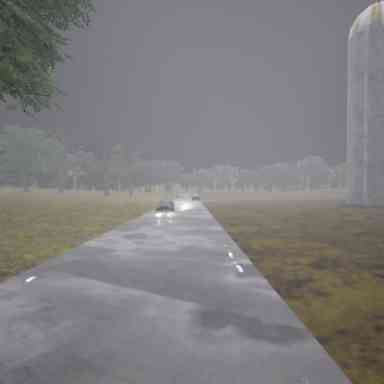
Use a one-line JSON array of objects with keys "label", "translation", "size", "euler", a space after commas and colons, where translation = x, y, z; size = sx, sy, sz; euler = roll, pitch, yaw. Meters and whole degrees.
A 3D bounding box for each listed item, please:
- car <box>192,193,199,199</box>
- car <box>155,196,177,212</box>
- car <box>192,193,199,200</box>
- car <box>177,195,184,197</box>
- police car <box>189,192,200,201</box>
[{"label": "car", "translation": [0.837, 1.144, 88.126], "size": [1.882, 1.535, 5.008], "euler": [0, 0, 0]}, {"label": "car", "translation": [-2.836, 1.466, 36.233], "size": [1.994, 1.385, 4.181], "euler": [0, 0, 0]}, {"label": "car", "translation": [0.836, 1.156, 82.314], "size": [1.801, 1.575, 5.366], "euler": [0, 0, 0]}, {"label": "car", "translation": [-2.740, 0.921, 76.894], "size": [2.033, 1.411, 5.357], "euler": [0, 0, 0]}, {"label": "police car", "translation": [0.835, 1.183, 72.234], "size": [1.930, 1.638, 5.238], "euler": [0, 0, 0]}]
